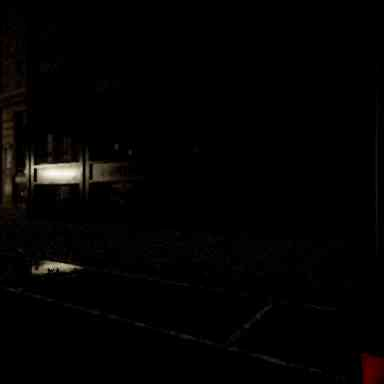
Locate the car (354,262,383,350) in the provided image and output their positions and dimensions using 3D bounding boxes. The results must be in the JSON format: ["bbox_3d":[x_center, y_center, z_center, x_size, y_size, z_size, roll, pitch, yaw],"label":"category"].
[{"bbox_3d":[4.621,1.328,3.684,5.009,1.841,2.192,0,0,32],"label":"car"}]
